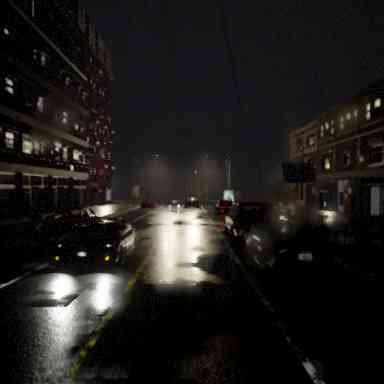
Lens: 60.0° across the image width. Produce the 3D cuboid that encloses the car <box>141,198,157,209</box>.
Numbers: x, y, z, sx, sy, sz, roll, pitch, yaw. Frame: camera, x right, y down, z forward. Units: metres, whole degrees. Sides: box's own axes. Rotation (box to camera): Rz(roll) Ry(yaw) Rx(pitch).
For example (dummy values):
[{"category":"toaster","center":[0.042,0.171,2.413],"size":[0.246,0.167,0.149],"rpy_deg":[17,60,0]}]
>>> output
[{"category":"car","center":[-5.705,1.529,44.022],"size":[1.887,1.381,4.507],"rpy_deg":[-1,0,0]}]

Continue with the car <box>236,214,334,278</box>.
[{"category":"car","center":[2.680,1.563,9.930],"size":[1.947,1.339,4.313],"rpy_deg":[-1,0,0]}]

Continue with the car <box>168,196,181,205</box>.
[{"category":"car","center":[-3.010,1.505,58.722],"size":[1.812,1.442,4.674],"rpy_deg":[0,0,0]}]

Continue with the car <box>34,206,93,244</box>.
[{"category":"car","center":[-5.703,1.435,15.634],"size":[1.967,1.590,4.097],"rpy_deg":[-1,0,0]}]

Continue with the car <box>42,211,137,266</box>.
[{"category":"car","center":[-3.102,1.560,11.363],"size":[1.994,1.385,4.181],"rpy_deg":[0,0,0]}]

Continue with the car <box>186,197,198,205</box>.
[{"category":"car","center":[-0.007,1.541,58.959],"size":[1.994,1.385,4.181],"rpy_deg":[0,0,0]}]

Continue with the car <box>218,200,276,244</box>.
[{"category":"car","center":[2.676,1.310,15.607],"size":[2.192,1.841,5.009],"rpy_deg":[-1,0,0]}]

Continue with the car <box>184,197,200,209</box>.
[{"category":"car","center":[0.014,1.476,45.030],"size":[2.128,1.511,4.902],"rpy_deg":[0,0,0]}]

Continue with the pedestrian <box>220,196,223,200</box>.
[{"category":"pedestrian","center":[2.996,1.282,33.943],"size":[0.375,1.860,0.375],"rpy_deg":[-1,1,-3]}]

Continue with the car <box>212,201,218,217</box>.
[{"category":"car","center":[2.996,1.495,31.007],"size":[1.837,1.490,4.892],"rpy_deg":[0,0,0]}]
